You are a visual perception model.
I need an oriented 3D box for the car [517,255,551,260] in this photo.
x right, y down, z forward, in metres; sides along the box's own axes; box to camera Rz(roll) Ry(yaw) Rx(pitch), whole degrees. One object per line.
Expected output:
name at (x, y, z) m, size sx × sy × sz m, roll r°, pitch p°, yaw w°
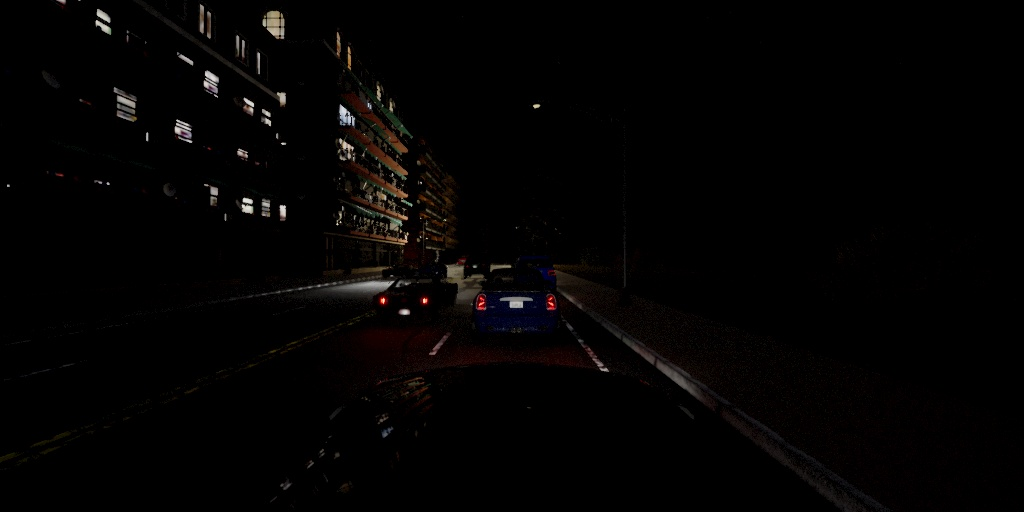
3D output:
car at (1.132, 0.977, 19.703) m, size 2.150 × 2.045 × 5.566 m, roll 0°, pitch 0°, yaw 0°

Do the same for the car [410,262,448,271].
car at (-6.608, 1.230, 29.810) m, size 1.882 × 1.535 × 5.008 m, roll 0°, pitch 0°, yaw 0°

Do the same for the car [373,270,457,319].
car at (-3.157, 1.352, 12.779) m, size 1.895 × 1.301 × 4.718 m, roll 0°, pitch 0°, yaw 0°

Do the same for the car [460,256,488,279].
car at (-3.156, 0.977, 33.259) m, size 2.150 × 2.045 × 5.566 m, roll 0°, pitch 0°, yaw 0°

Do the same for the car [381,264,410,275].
car at (-9.858, 1.353, 31.653) m, size 1.895 × 1.301 × 4.718 m, roll 0°, pitch 0°, yaw 0°

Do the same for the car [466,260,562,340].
car at (0.095, 1.103, 10.128) m, size 2.097 × 1.767 × 4.553 m, roll 0°, pitch 0°, yaw 0°
